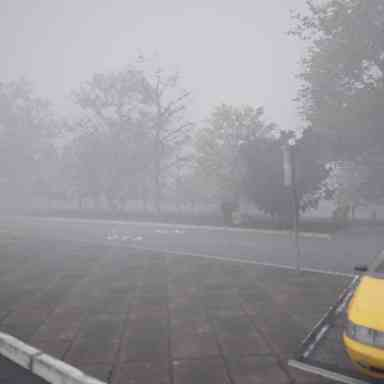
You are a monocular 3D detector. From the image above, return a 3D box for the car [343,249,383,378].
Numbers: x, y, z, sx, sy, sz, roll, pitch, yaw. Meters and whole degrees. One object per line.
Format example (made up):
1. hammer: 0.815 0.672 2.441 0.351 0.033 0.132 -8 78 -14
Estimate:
1. car: 3.784 1.454 5.346 1.946 1.575 5.366 1 0 35
